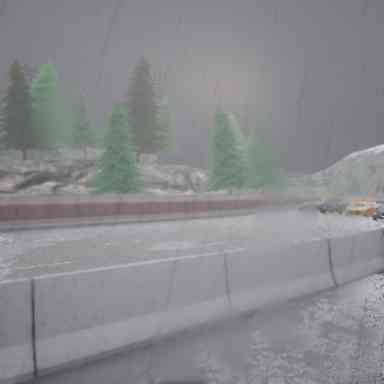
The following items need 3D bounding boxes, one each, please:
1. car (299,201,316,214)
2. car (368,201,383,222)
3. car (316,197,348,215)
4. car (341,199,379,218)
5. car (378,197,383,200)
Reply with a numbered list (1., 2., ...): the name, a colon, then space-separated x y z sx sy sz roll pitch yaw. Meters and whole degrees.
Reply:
1. car: 15.304 1.903 42.641 1.882 1.535 5.008 -1 -1 39
2. car: 17.001 1.750 28.524 1.812 1.442 4.674 -1 -1 43
3. car: 16.954 1.585 39.096 2.150 2.045 5.566 -1 -1 40
4. car: 17.361 1.773 34.187 1.882 1.535 5.008 -1 -1 41
5. car: 39.229 1.803 68.517 1.837 1.490 4.892 -1 -1 24
